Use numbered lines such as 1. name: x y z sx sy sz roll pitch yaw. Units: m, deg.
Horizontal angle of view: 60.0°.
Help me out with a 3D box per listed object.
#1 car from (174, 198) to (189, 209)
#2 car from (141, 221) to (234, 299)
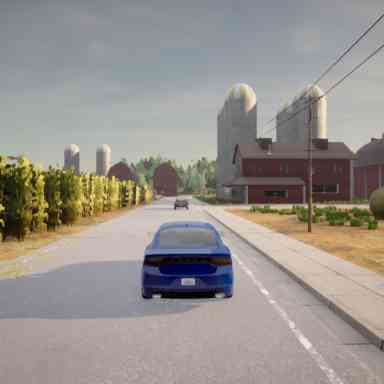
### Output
1. car: -1.427 1.490 43.943 2.128 1.511 4.902 0 0 -2
2. car: -0.141 1.478 8.510 1.882 1.535 5.008 0 0 -2
